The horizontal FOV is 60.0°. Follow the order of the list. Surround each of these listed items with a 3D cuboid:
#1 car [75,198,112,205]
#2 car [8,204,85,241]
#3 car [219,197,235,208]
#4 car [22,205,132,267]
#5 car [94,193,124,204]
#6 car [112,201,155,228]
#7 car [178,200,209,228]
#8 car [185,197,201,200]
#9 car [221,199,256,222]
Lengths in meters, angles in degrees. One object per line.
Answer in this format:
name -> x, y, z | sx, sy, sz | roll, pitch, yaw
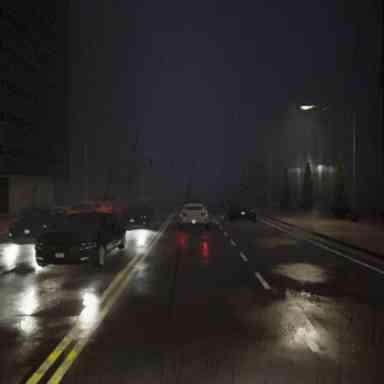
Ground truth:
car -> -6.997, 1.391, 21.883 | 1.882, 1.535, 5.008 | 0, 0, 0
car -> -7.037, 1.497, 16.191 | 1.994, 1.385, 4.181 | 0, 0, 1
car -> 5.027, 1.380, 44.545 | 1.994, 1.385, 4.181 | 0, 0, 22
car -> -3.569, 1.430, 11.489 | 1.882, 1.535, 5.008 | 0, 0, 0
car -> -6.997, 1.109, 27.444 | 2.150, 2.045, 5.566 | 0, 0, 0
car -> -3.497, 1.476, 21.359 | 1.994, 1.385, 4.181 | 0, 0, 0
car -> 0.103, 1.439, 21.168 | 1.812, 1.442, 4.674 | 0, 0, 0
car -> 0.104, 1.305, 42.072 | 1.882, 1.535, 5.008 | 0, 0, 0
car -> 3.603, 1.459, 25.475 | 1.994, 1.385, 4.181 | 0, 0, 0
